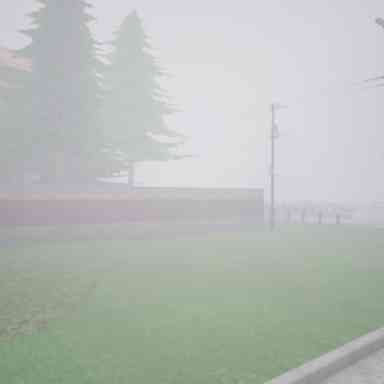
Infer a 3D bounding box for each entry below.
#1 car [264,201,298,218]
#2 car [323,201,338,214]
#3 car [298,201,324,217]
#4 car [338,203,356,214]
[{"bbox_3d":[7.377,1.646,32.443,1.882,1.535,5.008,0,0,-36],"label":"car"},{"bbox_3d":[12.961,1.707,36.669,2.128,1.511,4.902,0,0,-36],"label":"car"},{"bbox_3d":[10.549,1.793,34.029,1.895,1.301,4.718,0,0,-36],"label":"car"},{"bbox_3d":[15.977,1.786,38.470,2.033,1.411,5.357,0,0,-36],"label":"car"}]
